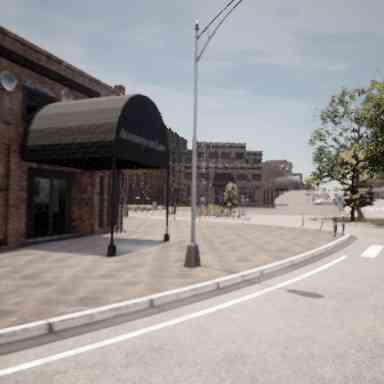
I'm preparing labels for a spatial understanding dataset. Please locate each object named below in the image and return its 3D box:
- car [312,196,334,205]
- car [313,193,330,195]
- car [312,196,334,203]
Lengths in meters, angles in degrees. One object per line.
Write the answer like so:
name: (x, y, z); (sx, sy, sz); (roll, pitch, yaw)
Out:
car: (30.557, 2.319, 76.813); (4.674, 1.452, 2.002); (-1, 2, 0)
car: (32.568, 1.844, 82.349); (4.553, 1.767, 2.185); (-1, 3, 0)
car: (33.504, 1.846, 85.132); (4.792, 1.488, 2.163); (-1, 3, 0)
